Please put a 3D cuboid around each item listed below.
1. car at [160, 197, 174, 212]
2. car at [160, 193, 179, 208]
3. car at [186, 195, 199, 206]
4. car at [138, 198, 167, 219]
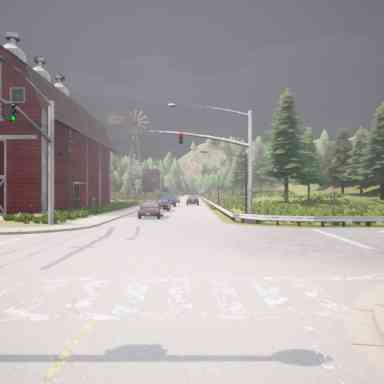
[{"bbox_3d":[-3.526,1.601,39.292,1.895,1.301,4.718,0,0,0],"label":"car"},{"bbox_3d":[-3.498,1.224,49.794,2.150,2.045,5.566,0,0,0],"label":"car"},{"bbox_3d":[0.105,1.352,55.591,2.097,1.767,4.553,0,0,0],"label":"car"},{"bbox_3d":[-3.545,1.526,29.186,1.812,1.442,4.674,0,0,0],"label":"car"}]
